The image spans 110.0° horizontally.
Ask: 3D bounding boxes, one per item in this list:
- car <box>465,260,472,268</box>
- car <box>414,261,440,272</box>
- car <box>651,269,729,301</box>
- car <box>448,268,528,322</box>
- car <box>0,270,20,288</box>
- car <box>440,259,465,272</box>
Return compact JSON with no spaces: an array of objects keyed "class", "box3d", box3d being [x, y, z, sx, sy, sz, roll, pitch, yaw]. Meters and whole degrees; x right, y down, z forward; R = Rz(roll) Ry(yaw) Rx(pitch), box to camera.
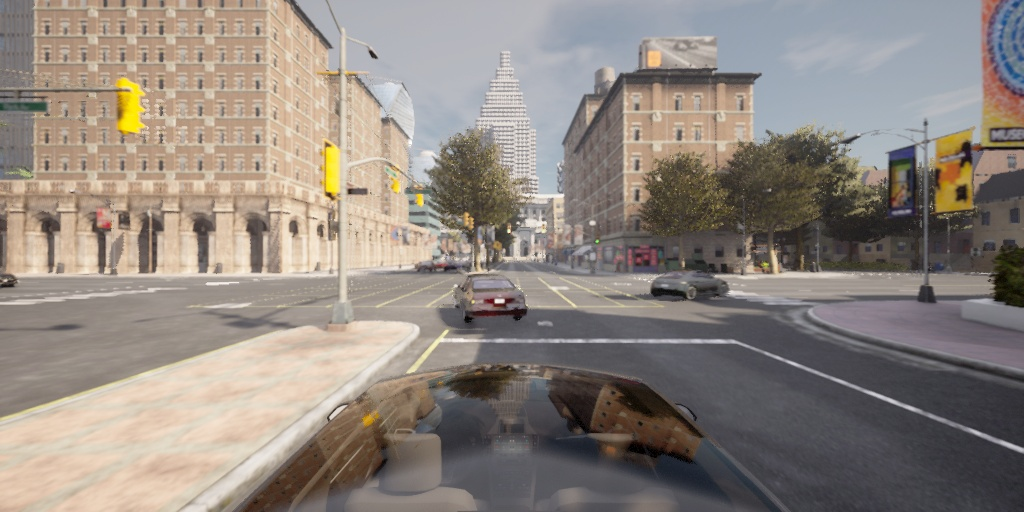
[{"class":"car","box3d":[-8.040,1.433,59.072,2.033,1.411,5.357,0,0,0]},{"class":"car","box3d":[-11.580,1.388,49.196,1.812,1.442,4.674,0,0,0]},{"class":"car","box3d":[8.884,1.352,17.842,4.181,1.385,1.994,0,0,-31]},{"class":"car","box3d":[-0.947,1.324,12.556,2.033,1.411,5.357,0,0,-14]},{"class":"car","box3d":[-34.164,1.305,22.461,4.892,1.490,1.837,0,0,0]},{"class":"car","box3d":[-8.079,1.464,49.314,1.895,1.301,4.718,0,0,0]}]
